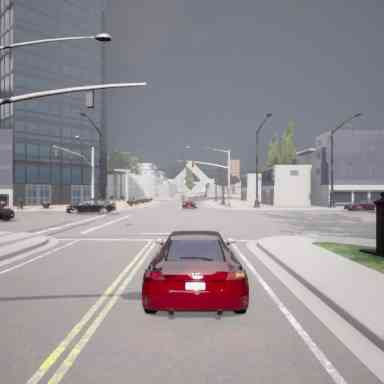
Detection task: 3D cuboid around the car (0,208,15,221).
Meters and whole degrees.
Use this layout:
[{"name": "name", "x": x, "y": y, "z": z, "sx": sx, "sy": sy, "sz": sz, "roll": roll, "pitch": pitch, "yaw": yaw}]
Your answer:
[{"name": "car", "x": -16.612, "y": 1.587, "z": 26.091, "sx": 5.008, "sy": 1.535, "sz": 1.882, "roll": -1, "pitch": 0, "yaw": 0}]

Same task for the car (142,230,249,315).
[{"name": "car", "x": 0.071, "y": 1.564, "z": 7.642, "sx": 1.994, "sy": 1.385, "sz": 4.181, "roll": 0, "pitch": 0, "yaw": 0}]

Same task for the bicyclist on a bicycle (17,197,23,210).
[{"name": "bicyclist on a bicycle", "x": -21.999, "y": 1.466, "z": 42.523, "sx": 0.582, "sy": 1.620, "sz": 1.656, "roll": -1, "pitch": 0, "yaw": 0}]

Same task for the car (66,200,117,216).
[{"name": "car", "x": -10.038, "y": 1.540, "z": 33.339, "sx": 4.902, "sy": 1.511, "sz": 2.128, "roll": 0, "pitch": 0, "yaw": 0}]

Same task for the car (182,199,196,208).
[{"name": "car", "x": -0.331, "y": 1.600, "z": 46.589, "sx": 1.895, "sy": 1.301, "sz": 4.718, "roll": 0, "pitch": 0, "yaw": 1}]

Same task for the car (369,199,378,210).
[{"name": "car", "x": 21.524, "y": 1.167, "z": 33.585, "sx": 5.566, "sy": 2.045, "sz": 2.150, "roll": 0, "pitch": 0, "yaw": 0}]

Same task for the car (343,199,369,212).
[{"name": "car", "x": 19.849, "y": 1.502, "z": 37.088, "sx": 5.357, "sy": 1.411, "sz": 2.033, "roll": 0, "pitch": 0, "yaw": -1}]
